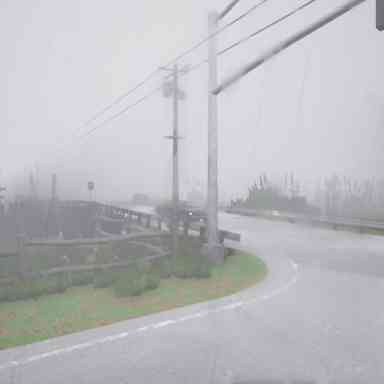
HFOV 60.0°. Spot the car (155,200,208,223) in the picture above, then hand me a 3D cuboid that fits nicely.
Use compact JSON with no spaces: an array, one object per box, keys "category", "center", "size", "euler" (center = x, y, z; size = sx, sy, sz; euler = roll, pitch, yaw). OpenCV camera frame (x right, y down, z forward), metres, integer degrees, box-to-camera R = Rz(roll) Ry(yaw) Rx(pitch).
[{"category":"car","center":[-0.590,1.255,21.572],"size":[1.895,1.301,4.718],"euler":[0,3,-32]}]
